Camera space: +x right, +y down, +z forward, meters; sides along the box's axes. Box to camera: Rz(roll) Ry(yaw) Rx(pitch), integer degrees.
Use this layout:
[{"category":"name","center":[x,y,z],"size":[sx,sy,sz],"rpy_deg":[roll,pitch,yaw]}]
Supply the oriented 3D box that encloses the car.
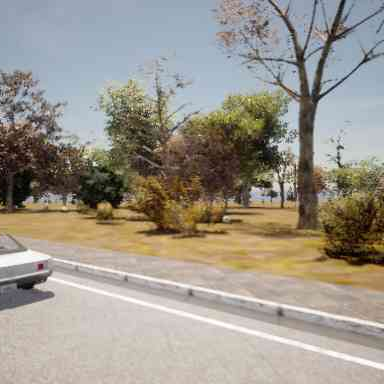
[{"category":"car","center":[-5.410,1.603,7.854],"size":[4.718,1.301,1.895],"rpy_deg":[0,0,36]}]
